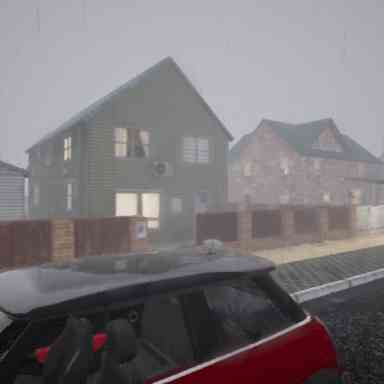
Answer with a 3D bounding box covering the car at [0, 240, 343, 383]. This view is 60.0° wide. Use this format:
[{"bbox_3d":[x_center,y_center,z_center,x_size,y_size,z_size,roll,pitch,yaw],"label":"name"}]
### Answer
[{"bbox_3d":[-0.960,1.352,2.387,4.553,1.767,2.097,0,0,-35],"label":"car"}]
